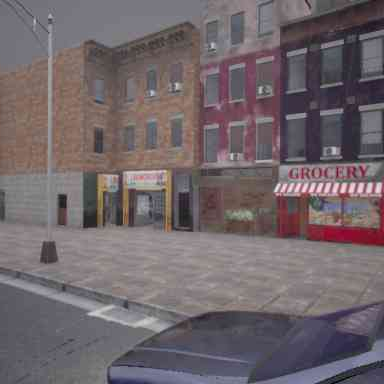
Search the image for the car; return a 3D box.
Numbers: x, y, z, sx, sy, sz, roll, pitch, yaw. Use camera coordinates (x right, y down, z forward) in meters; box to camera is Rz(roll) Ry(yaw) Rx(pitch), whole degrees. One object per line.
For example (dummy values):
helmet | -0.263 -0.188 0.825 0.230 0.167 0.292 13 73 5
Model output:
car | 1.781 1.547 2.126 5.357 1.411 2.033 0 0 35
